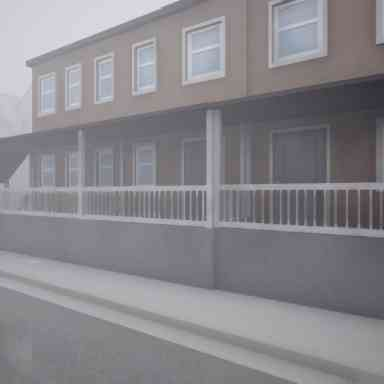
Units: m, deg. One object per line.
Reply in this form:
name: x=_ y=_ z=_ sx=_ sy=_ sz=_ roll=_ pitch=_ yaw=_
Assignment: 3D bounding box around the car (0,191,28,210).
car: x=-15.915 y=0.995 z=26.122 sx=2.150 sy=2.045 sz=5.566 roll=0 pitch=8 yaw=34
